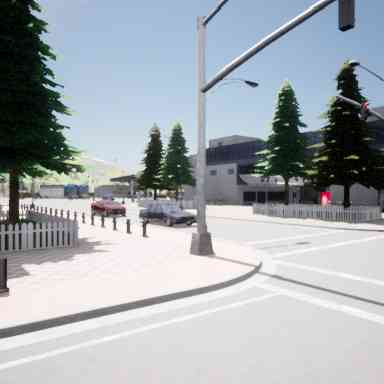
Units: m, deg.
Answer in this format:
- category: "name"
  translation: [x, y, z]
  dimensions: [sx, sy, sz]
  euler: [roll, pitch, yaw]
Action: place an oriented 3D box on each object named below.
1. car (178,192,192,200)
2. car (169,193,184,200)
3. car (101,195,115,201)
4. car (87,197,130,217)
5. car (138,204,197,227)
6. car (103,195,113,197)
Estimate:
- category: "car"
  translation: [-1.820, 1.071, 87.993]
  dimensions: [1.905, 1.878, 3.866]
  euler: [0, 0, -37]
- category: "car"
  translation: [-3.910, 1.093, 85.933]
  dimensions: [1.932, 1.855, 4.605]
  euler: [0, 0, -37]
- category: "car"
  translation: [-20.948, 1.387, 82.726]
  dimensions: [1.970, 1.475, 3.806]
  euler: [0, 0, -37]
- category: "car"
  translation: [-7.921, 1.488, 31.318]
  dimensions: [1.882, 1.535, 5.008]
  euler: [0, 0, -37]
- category: "car"
  translation: [-1.826, 1.558, 23.228]
  dimensions: [2.033, 1.411, 5.357]
  euler: [0, 0, -37]
- category: "car"
  translation: [-18.929, 1.377, 74.988]
  dimensions: [1.845, 1.501, 3.633]
  euler: [0, 0, -37]
